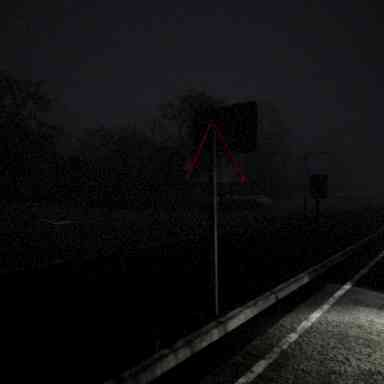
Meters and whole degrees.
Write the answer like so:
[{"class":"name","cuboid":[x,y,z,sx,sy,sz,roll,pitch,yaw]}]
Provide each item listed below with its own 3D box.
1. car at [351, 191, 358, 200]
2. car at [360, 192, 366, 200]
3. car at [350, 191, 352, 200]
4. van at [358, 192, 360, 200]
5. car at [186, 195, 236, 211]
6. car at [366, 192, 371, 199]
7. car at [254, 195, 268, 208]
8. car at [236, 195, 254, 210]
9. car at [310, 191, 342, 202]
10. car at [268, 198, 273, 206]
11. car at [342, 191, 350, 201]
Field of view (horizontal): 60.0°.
[{"class":"car","cuboid":[33.618,0.902,73.878,4.553,1.767,2.185,1,0,38]},{"class":"car","cuboid":[38.723,1.121,80.487,4.674,1.452,2.002,1,0,38]},{"class":"car","cuboid":[30.166,1.042,69.507,4.674,1.452,2.002,1,0,38]},{"class":"van","cuboid":[35.212,0.815,76.161,4.442,1.987,1.878,1,0,38]},{"class":"car","cuboid":[1.535,1.130,32.818,4.674,1.452,2.002,1,1,38]},{"class":"car","cuboid":[40.578,1.099,82.573,5.366,1.575,1.946,1,0,38]},{"class":"car","cuboid":[5.558,1.071,37.986,5.008,1.535,2.097,1,1,38]},{"class":"car","cuboid":[3.553,1.082,35.399,4.892,1.521,2.231,1,1,38]},{"class":"car","cuboid":[25.033,0.989,62.915,5.008,1.535,2.097,1,1,38]},{"class":"car","cuboid":[7.502,1.103,40.463,4.674,1.452,2.002,1,1,38]},{"class":"car","cuboid":[28.450,0.993,67.311,5.008,1.535,2.097,1,1,38]}]
